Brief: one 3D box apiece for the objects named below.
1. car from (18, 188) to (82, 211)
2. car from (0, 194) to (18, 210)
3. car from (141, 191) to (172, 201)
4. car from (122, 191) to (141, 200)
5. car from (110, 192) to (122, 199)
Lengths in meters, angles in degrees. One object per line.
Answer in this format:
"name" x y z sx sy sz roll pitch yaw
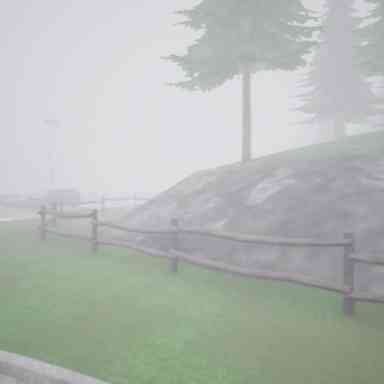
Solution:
"car" -12.981 0.678 31.394 2.150 2.045 5.566 0 1 26
"car" -15.987 0.907 33.213 1.882 1.535 5.008 0 1 26
"car" -5.744 0.572 54.137 1.837 1.490 4.892 0 1 26
"car" -8.987 0.568 55.477 1.812 1.442 4.674 0 1 26
"car" -11.965 0.612 57.345 1.895 1.301 4.718 0 1 26
